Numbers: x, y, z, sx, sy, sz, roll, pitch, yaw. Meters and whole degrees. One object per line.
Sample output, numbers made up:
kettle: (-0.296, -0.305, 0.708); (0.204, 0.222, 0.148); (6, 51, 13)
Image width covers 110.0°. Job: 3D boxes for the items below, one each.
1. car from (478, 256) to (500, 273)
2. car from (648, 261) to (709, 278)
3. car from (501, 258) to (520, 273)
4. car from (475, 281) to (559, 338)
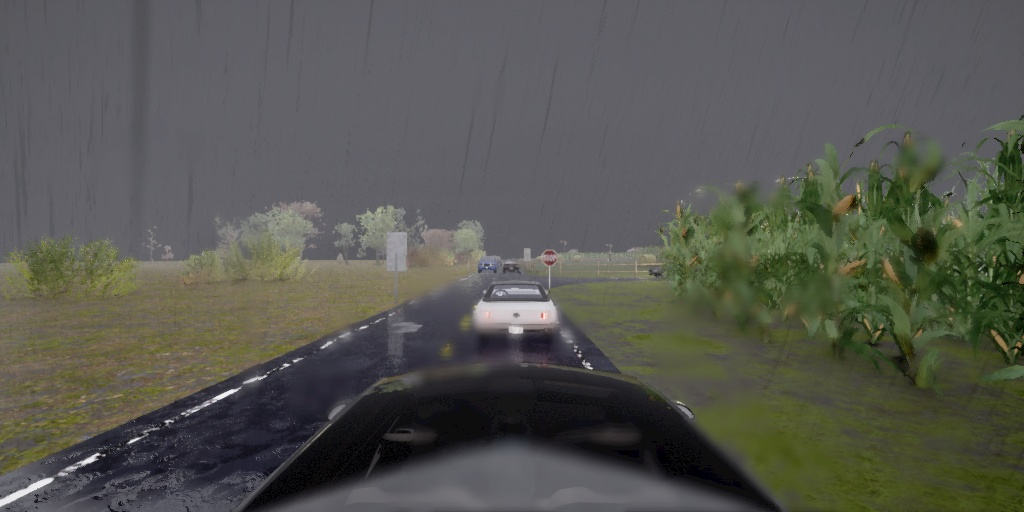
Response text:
car: (-2.964, 1.000, 44.255); (2.150, 2.045, 5.566); (0, 0, -1)
car: (14.396, 1.137, 31.156); (4.892, 1.490, 1.837); (-1, -1, -1)
car: (-0.099, 1.256, 43.896); (1.882, 1.535, 5.008); (0, 0, -1)
car: (0.102, 1.353, 10.145); (1.895, 1.301, 4.718); (0, 0, 0)
